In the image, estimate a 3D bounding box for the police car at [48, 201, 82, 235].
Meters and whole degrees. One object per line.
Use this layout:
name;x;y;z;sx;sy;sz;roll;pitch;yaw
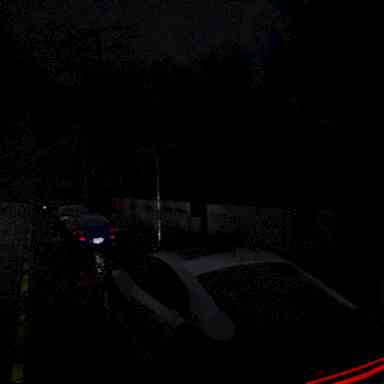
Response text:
police car;-6.846;1.404;18.931;1.930;1.638;5.238;-1;1;-26

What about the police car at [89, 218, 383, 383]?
police car;0.075;1.375;4.496;1.930;1.638;5.238;-2;1;-26

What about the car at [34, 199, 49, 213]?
car;-17.038;1.653;38.371;1.994;1.385;4.181;-2;0;-25

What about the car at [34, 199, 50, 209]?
car;-22.387;1.718;49.454;1.994;1.385;4.181;-2;0;-26

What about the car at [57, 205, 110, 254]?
car;-4.200;1.491;13.420;1.812;1.442;4.674;-1;1;-26

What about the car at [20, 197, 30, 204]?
car;-40.219;1.907;80.294;2.097;1.767;4.553;-2;0;-26
